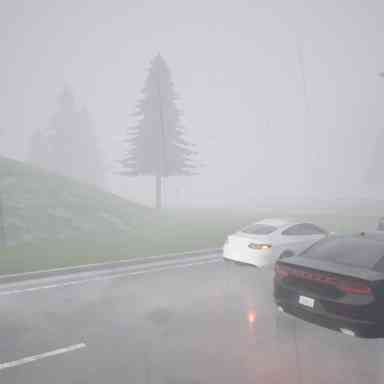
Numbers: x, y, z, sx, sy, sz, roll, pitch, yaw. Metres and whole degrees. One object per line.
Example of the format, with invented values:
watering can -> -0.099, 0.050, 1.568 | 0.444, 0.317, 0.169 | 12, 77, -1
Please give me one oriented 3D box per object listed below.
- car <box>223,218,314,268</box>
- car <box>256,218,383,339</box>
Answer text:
car -> 3.032, 1.526, 10.228 | 4.674, 1.442, 1.812 | 0, 0, -36
car -> 3.715, 1.478, 6.411 | 5.008, 1.535, 1.882 | 0, 0, -36
